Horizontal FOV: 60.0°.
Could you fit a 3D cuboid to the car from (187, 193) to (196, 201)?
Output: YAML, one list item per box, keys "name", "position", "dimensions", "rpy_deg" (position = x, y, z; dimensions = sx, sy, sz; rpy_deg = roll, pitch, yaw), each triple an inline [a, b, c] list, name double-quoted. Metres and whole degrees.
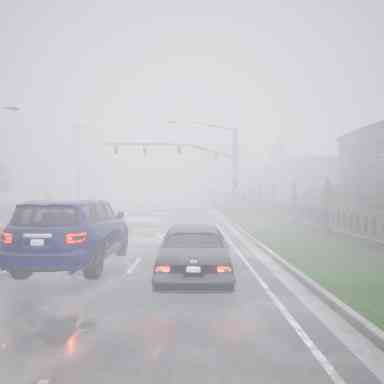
- name: "car"
  position: [-0.133, 1.217, 82.611]
  dimensions: [2.150, 2.045, 5.566]
  rpy_deg: [0, 0, 0]

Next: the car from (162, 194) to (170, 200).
- name: "car"
  position: [-7.150, 1.385, 92.989]
  dimensions: [1.994, 1.385, 4.181]
  rpy_deg: [0, 0, 0]

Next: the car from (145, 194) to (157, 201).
- name: "car"
  position: [-10.634, 1.517, 82.980]
  dimensions: [1.812, 1.442, 4.674]
  rpy_deg: [0, 0, 0]

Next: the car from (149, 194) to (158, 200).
- name: "car"
  position: [-10.650, 1.310, 92.983]
  dimensions: [1.882, 1.535, 5.008]
  rpy_deg: [0, 0, 0]

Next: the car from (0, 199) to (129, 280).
- name: "car"
  position: [-3.450, 1.221, 10.120]
  dimensions: [2.150, 2.045, 5.566]
  rpy_deg: [0, 0, 0]

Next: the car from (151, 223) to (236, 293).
- name: "car"
  position: [0.043, 1.547, 8.964]
  dimensions: [2.033, 1.411, 5.357]
  rpy_deg: [0, 0, 0]

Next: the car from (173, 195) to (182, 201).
- name: "car"
  position: [-3.633, 1.469, 82.575]
  dimensions: [1.882, 1.535, 5.008]
  rpy_deg: [0, 0, 0]

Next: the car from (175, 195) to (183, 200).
- name: "car"
  position: [-3.650, 1.428, 93.025]
  dimensions: [1.895, 1.301, 4.718]
  rpy_deg: [0, 0, 0]

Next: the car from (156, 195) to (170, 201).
- name: "car"
  position: [-7.134, 1.588, 83.016]
  dimensions: [1.895, 1.301, 4.718]
  rpy_deg: [0, 0, 0]
